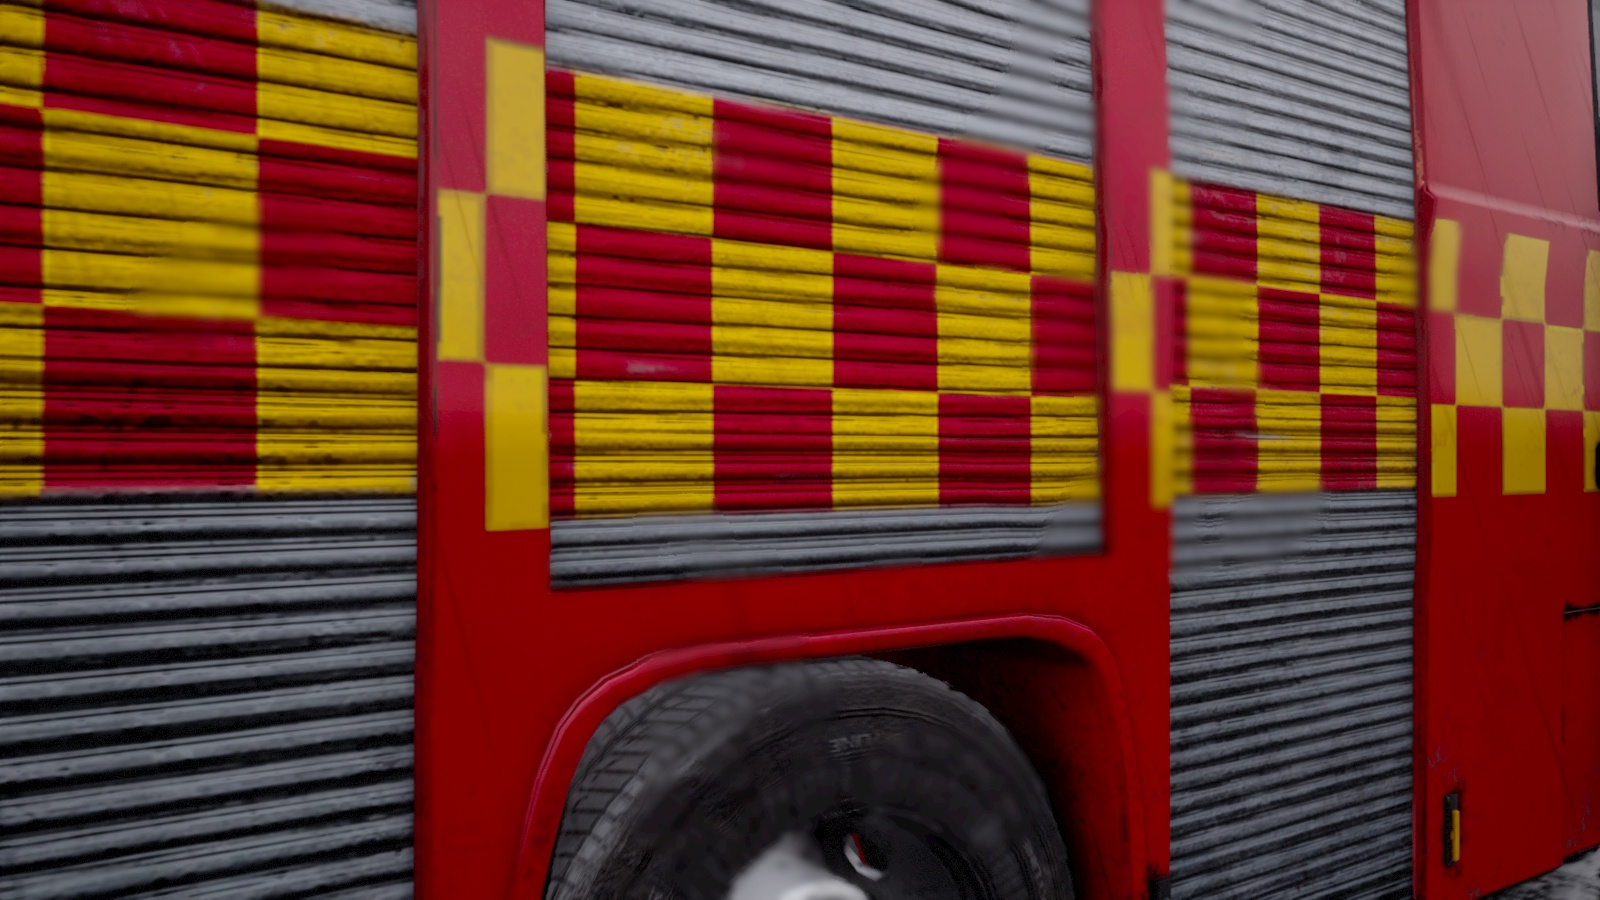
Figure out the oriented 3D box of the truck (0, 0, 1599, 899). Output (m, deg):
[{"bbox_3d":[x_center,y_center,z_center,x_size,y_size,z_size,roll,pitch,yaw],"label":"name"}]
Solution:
[{"bbox_3d":[1.509,-0.412,4.702,8.468,3.827,2.891,0,0,-35],"label":"truck"}]
